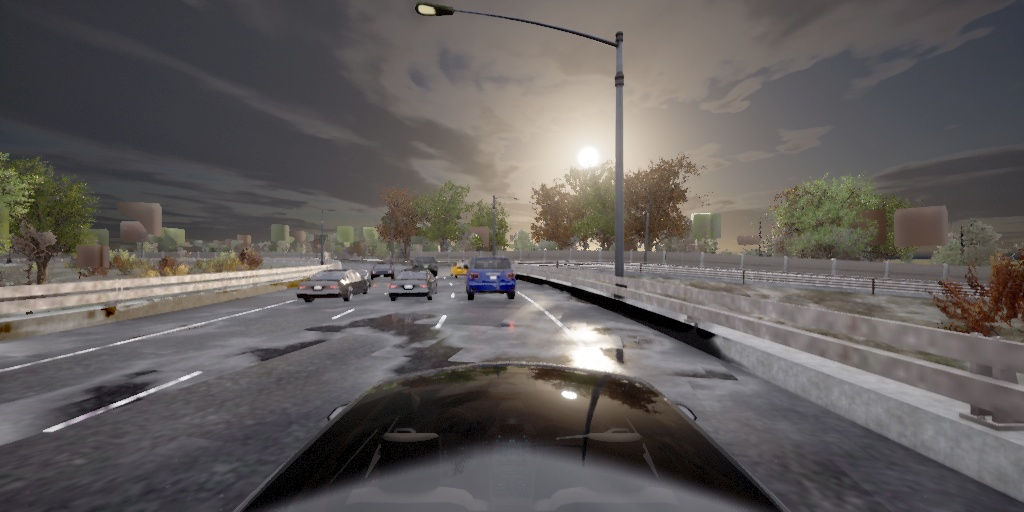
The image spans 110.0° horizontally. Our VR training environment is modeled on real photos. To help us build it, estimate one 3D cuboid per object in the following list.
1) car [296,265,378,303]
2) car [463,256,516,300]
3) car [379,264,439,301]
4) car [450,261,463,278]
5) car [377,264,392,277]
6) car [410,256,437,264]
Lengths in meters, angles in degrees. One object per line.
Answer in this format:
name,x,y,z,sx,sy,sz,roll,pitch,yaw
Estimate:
car,-8.095,1.311,16.781,2.033,1.411,5.357,0,0,-8
car,-1.171,1.006,17.809,2.150,2.045,5.566,0,0,-8
car,-4.631,1.311,17.280,2.033,1.411,5.357,0,0,-8
car,-4.619,1.233,33.640,1.882,1.535,5.008,0,0,-16
car,-11.344,1.364,31.697,1.895,1.301,4.718,0,0,-16
car,-7.985,1.006,32.683,2.150,2.045,5.566,0,0,-16
